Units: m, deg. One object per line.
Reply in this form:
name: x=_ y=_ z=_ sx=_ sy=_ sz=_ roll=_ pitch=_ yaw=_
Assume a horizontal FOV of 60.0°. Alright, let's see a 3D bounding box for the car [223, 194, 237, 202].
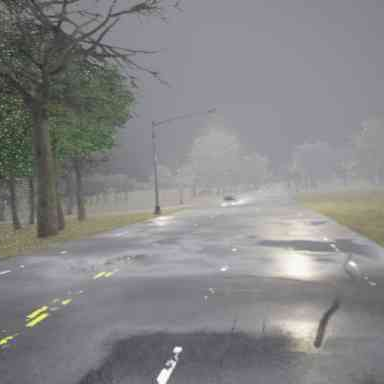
car: x=6.486 y=1.030 z=56.744 sx=1.895 sy=1.301 sz=4.718 roll=-3 pitch=-1 yaw=13
